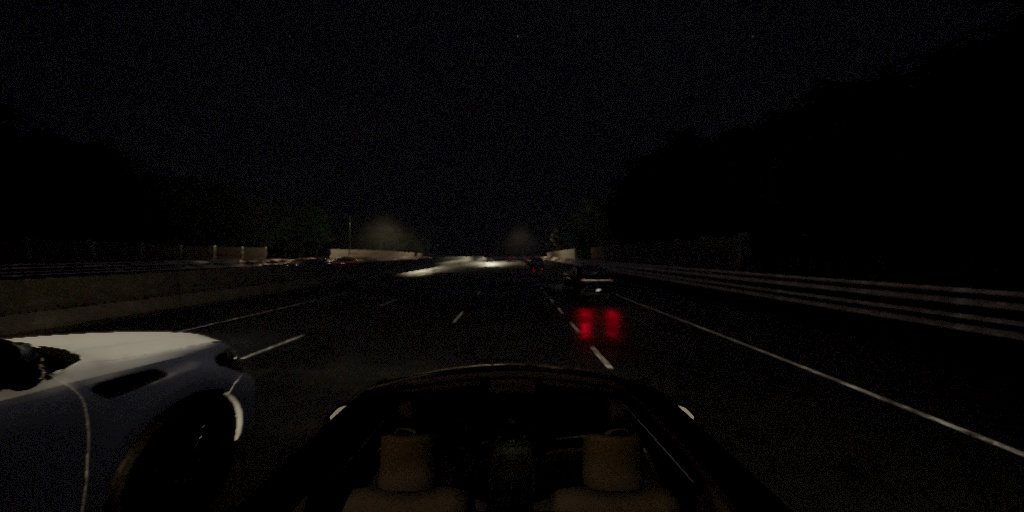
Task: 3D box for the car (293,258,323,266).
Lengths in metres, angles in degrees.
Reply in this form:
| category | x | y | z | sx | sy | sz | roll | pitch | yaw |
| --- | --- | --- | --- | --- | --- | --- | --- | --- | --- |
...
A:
| category | x | y | z | sx | sy | sz | roll | pitch | yaw |
| --- | --- | --- | --- | --- | --- | --- | --- | --- | --- |
| car | -24.539 | 1.075 | 44.698 | 1.837 | 1.490 | 4.892 | 0 | 0 | 1 |

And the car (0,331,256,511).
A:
| category | x | y | z | sx | sy | sz | roll | pitch | yaw |
| --- | --- | --- | --- | --- | --- | --- | --- | --- | --- |
| car | -3.399 | 0.967 | 0.855 | 2.150 | 2.045 | 5.566 | 0 | 0 | 0 |

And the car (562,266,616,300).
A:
| category | x | y | z | sx | sy | sz | roll | pitch | yaw |
| --- | --- | --- | --- | --- | --- | --- | --- | --- | --- |
| car | 3.593 | 1.213 | 17.360 | 2.128 | 1.511 | 4.902 | 0 | 0 | 0 |

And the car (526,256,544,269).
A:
| category | x | y | z | sx | sy | sz | roll | pitch | yaw |
| --- | --- | --- | --- | --- | --- | --- | --- | --- | --- |
| car | 3.518 | 0.952 | 51.484 | 2.033 | 1.649 | 4.856 | 0 | 1 | 0 |

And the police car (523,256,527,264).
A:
| category | x | y | z | sx | sy | sz | roll | pitch | yaw |
| --- | --- | --- | --- | --- | --- | --- | --- | --- | --- |
| police car | 3.522 | 0.921 | 62.500 | 2.038 | 1.542 | 4.974 | 0 | 1 | 0 |

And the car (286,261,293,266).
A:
| category | x | y | z | sx | sy | sz | roll | pitch | yaw |
| --- | --- | --- | --- | --- | --- | --- | --- | --- | --- |
| car | -28.023 | 1.020 | 48.039 | 1.882 | 1.535 | 5.008 | 0 | 1 | 1 |

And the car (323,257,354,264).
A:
| category | x | y | z | sx | sy | sz | roll | pitch | yaw |
| --- | --- | --- | --- | --- | --- | --- | --- | --- | --- |
| car | -21.043 | 0.922 | 44.779 | 2.097 | 1.767 | 4.553 | 0 | 0 | 1 |

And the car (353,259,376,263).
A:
| category | x | y | z | sx | sy | sz | roll | pitch | yaw |
| --- | --- | --- | --- | --- | --- | --- | --- | --- | --- |
| car | -17.547 | 1.134 | 44.736 | 1.994 | 1.385 | 4.181 | 0 | 0 | 0 |
